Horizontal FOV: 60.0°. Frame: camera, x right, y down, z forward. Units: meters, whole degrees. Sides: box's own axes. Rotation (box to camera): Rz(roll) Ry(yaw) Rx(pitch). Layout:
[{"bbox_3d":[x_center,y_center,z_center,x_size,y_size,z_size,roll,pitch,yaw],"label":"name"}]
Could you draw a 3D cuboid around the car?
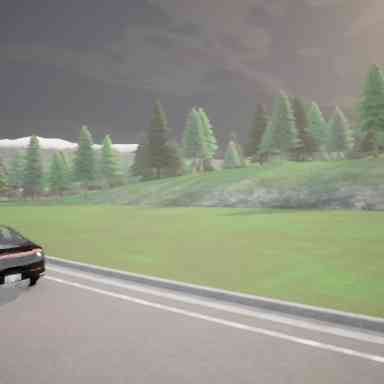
[{"bbox_3d":[-5.465,1.508,8.042,4.902,1.511,2.128,0,0,37],"label":"car"}]
